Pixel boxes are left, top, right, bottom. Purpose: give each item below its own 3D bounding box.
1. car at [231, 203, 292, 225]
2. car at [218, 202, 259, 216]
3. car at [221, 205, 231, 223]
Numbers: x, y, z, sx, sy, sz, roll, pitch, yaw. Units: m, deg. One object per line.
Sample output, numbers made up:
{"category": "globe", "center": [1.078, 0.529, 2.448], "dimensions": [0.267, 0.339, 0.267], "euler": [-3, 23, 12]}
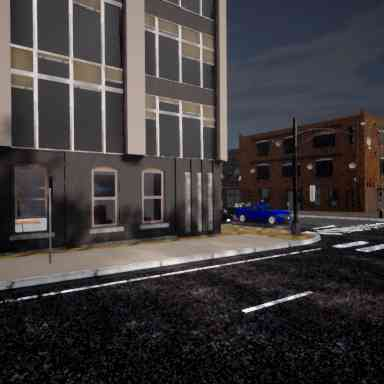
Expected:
{"category": "car", "center": [5.854, 1.766, 27.432], "dimensions": [1.882, 1.535, 5.008], "euler": [-1, 0, -38]}
{"category": "car", "center": [5.260, 1.920, 38.108], "dimensions": [2.008, 1.369, 4.403], "euler": [-2, 0, -37]}
{"category": "car", "center": [1.632, 1.935, 28.515], "dimensions": [1.947, 1.339, 4.313], "euler": [-2, 0, -37]}
